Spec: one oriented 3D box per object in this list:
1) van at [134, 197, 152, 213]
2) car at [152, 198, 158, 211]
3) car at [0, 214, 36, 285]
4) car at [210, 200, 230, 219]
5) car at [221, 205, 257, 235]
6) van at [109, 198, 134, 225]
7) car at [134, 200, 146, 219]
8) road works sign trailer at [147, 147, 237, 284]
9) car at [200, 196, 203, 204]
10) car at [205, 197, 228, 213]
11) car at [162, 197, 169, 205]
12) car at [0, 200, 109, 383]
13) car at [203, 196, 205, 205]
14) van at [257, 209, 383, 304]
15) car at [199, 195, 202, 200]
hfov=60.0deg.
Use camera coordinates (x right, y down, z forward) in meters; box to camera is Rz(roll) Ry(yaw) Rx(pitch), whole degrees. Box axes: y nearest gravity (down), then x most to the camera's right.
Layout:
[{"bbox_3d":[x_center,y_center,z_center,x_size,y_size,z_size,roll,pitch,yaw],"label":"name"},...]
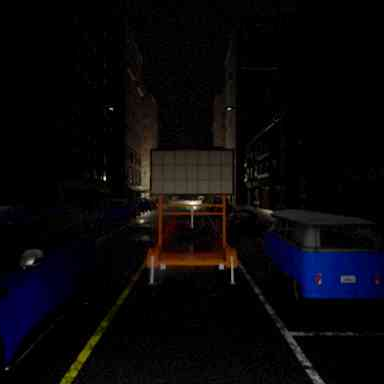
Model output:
[{"bbox_3d":[-5.648,1.462,35.459,1.690,1.788,3.998,0,0,0],"label":"van"},{"bbox_3d":[-5.644,1.707,40.959,1.947,1.339,4.313,0,0,0],"label":"car"},{"bbox_3d":[-5.664,1.467,7.952,1.967,1.590,4.097,0,0,0],"label":"car"},{"bbox_3d":[2.875,1.684,29.951,1.802,1.307,4.206,0,0,0],"label":"car"},{"bbox_3d":[2.868,1.646,18.949,1.802,1.307,4.206,0,0,0],"label":"car"},{"bbox_3d":[-5.655,1.424,24.457,1.690,1.788,3.998,0,0,0],"label":"van"},{"bbox_3d":[-5.651,1.652,29.957,2.008,1.369,4.403,0,0,0],"label":"car"},{"bbox_3d":[0.006,0.497,9.630,2.380,3.560,2.880,0,0,0],"label":"road works sign trailer"},{"bbox_3d":[2.891,1.753,57.458,2.008,1.369,4.403,0,0,0],"label":"car"},{"bbox_3d":[2.877,1.436,35.453,2.192,1.841,5.009,0,0,0],"label":"car"},{"bbox_3d":[-5.634,1.768,57.463,1.947,1.339,4.313,0,0,0],"label":"car"},{"bbox_3d":[-3.006,1.237,4.749,2.150,2.045,5.566,0,0,0],"label":"car"},{"bbox_3d":[2.885,1.601,46.456,1.967,1.590,4.097,0,0,0],"label":"car"},{"bbox_3d":[2.861,1.368,7.947,1.690,1.788,3.998,0,0,0],"label":"van"},{"bbox_3d":[2.898,1.810,68.461,1.947,1.339,4.313,0,0,0],"label":"car"}]
